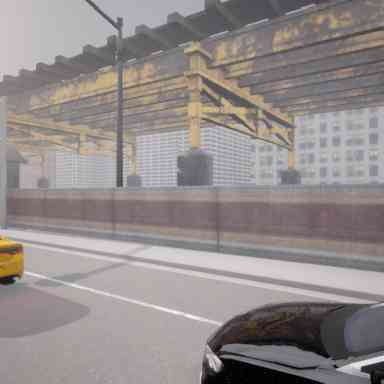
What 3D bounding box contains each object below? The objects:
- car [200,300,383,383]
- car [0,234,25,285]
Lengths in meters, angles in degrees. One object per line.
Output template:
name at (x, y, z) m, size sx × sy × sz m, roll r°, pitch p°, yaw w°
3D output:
car at (2.308, 1.503, 2.347) m, size 4.902 × 1.511 × 2.128 m, roll 0°, pitch 0°, yaw 36°
car at (-6.206, 1.502, 8.376) m, size 5.008 × 1.535 × 1.882 m, roll 0°, pitch 0°, yaw 36°
